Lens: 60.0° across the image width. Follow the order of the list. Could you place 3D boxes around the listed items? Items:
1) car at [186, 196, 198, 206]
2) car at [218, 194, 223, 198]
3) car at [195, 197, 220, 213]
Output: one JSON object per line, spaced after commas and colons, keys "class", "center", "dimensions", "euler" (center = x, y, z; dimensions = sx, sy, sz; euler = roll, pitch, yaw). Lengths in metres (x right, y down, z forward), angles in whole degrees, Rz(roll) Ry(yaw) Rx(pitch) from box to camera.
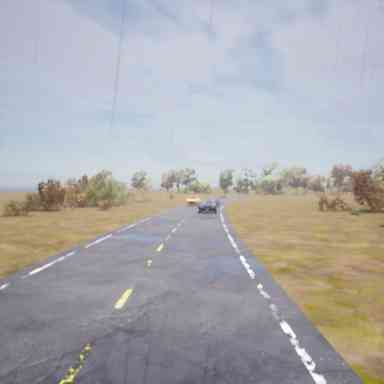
{"class": "car", "center": [0.243, 1.341, 51.758], "dimensions": [1.882, 1.535, 5.008], "euler": [0, 0, 8]}
{"class": "car", "center": [3.098, 1.422, 49.057], "dimensions": [2.033, 1.411, 5.357], "euler": [0, 0, 7]}
{"class": "car", "center": [1.715, 1.509, 35.457], "dimensions": [1.895, 1.301, 4.718], "euler": [0, 0, 5]}
